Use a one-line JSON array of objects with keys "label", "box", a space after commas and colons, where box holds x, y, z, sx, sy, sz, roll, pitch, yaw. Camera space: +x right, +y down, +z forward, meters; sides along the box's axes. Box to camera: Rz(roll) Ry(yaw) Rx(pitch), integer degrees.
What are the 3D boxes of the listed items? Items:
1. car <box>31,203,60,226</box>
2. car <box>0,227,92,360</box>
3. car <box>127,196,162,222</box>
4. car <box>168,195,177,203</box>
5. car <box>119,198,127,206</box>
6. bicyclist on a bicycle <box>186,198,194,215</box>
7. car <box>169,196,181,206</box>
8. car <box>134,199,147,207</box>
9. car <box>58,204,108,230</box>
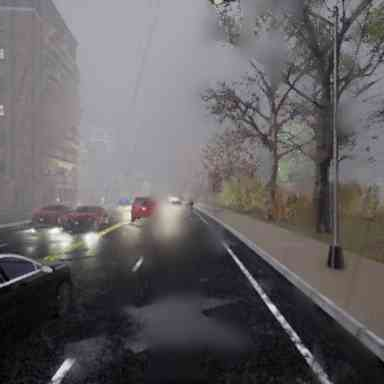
[{"label": "car", "box": [-10.357, 1.633, 25.177, 1.882, 1.535, 5.008, 0, 0, -2]}, {"label": "car", "box": [-3.189, 1.521, 4.500, 2.128, 1.511, 4.902, 0, 0, 0]}, {"label": "car", "box": [-3.756, 1.385, 27.885, 2.150, 2.045, 5.566, 0, 0, -2]}, {"label": "car", "box": [-4.329, 1.647, 76.763, 2.150, 2.045, 5.566, 0, 0, -7]}, {"label": "car", "box": [-12.733, 1.842, 63.061, 1.882, 1.535, 5.008, 0, 0, -5]}, {"label": "bicyclist on a bicycle", "box": [-0.056, 1.570, 35.358, 0.659, 1.776, 1.843, 0, 0, -3]}, {"label": "car", "box": [-3.070, 1.962, 64.826, 1.895, 1.301, 4.718, 0, 0, -4]}, {"label": "car", "box": [-9.080, 1.940, 58.657, 1.895, 1.301, 4.718, 0, 0, -4]}, {"label": "car", "box": [-7.006, 1.614, 22.438, 1.882, 1.535, 5.008, 0, 0, -2]}]
